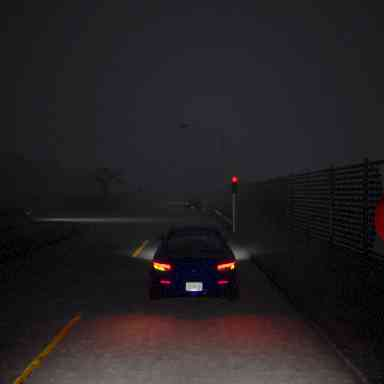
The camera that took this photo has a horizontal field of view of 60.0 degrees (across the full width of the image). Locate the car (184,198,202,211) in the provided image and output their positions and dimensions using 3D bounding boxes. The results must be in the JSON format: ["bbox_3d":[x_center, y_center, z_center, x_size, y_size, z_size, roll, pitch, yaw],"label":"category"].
[{"bbox_3d":[0.130,1.505,39.837,1.837,1.490,4.892,1,0,2],"label":"car"}]

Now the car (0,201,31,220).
[{"bbox_3d":[-15.710,1.491,27.028,4.902,1.511,2.128,0,0,1],"label":"car"}]

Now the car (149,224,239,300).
[{"bbox_3d":[0.058,1.526,8.244,1.812,1.442,4.674,0,0,1],"label":"car"}]
